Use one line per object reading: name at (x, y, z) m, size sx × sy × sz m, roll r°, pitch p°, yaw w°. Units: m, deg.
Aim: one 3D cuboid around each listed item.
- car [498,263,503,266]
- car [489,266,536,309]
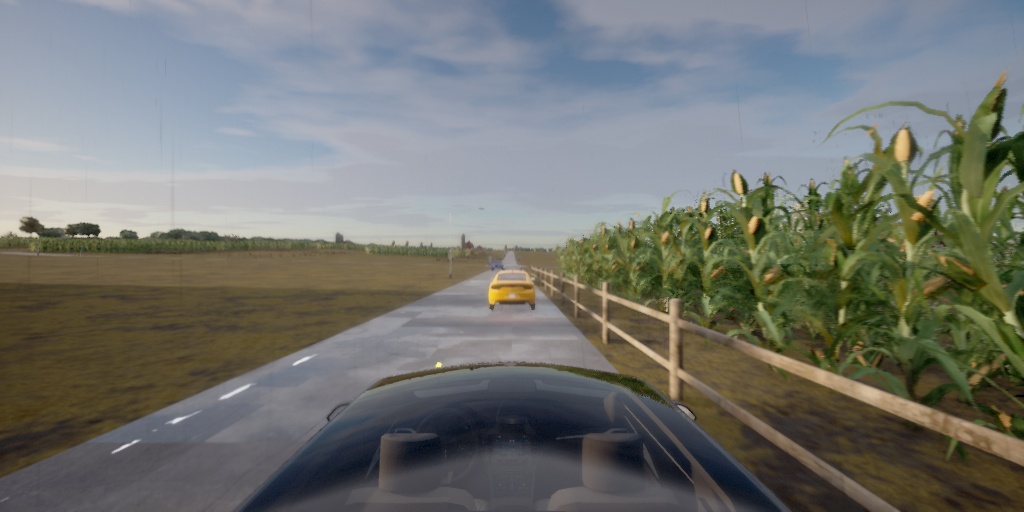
car at (0.030, 1.603, 31.136) m, size 1.882 × 1.535 × 5.008 m, roll 0°, pitch -1°, yaw 0°
car at (0.028, 1.395, 16.119) m, size 1.882 × 1.535 × 5.008 m, roll 0°, pitch 0°, yaw 1°
